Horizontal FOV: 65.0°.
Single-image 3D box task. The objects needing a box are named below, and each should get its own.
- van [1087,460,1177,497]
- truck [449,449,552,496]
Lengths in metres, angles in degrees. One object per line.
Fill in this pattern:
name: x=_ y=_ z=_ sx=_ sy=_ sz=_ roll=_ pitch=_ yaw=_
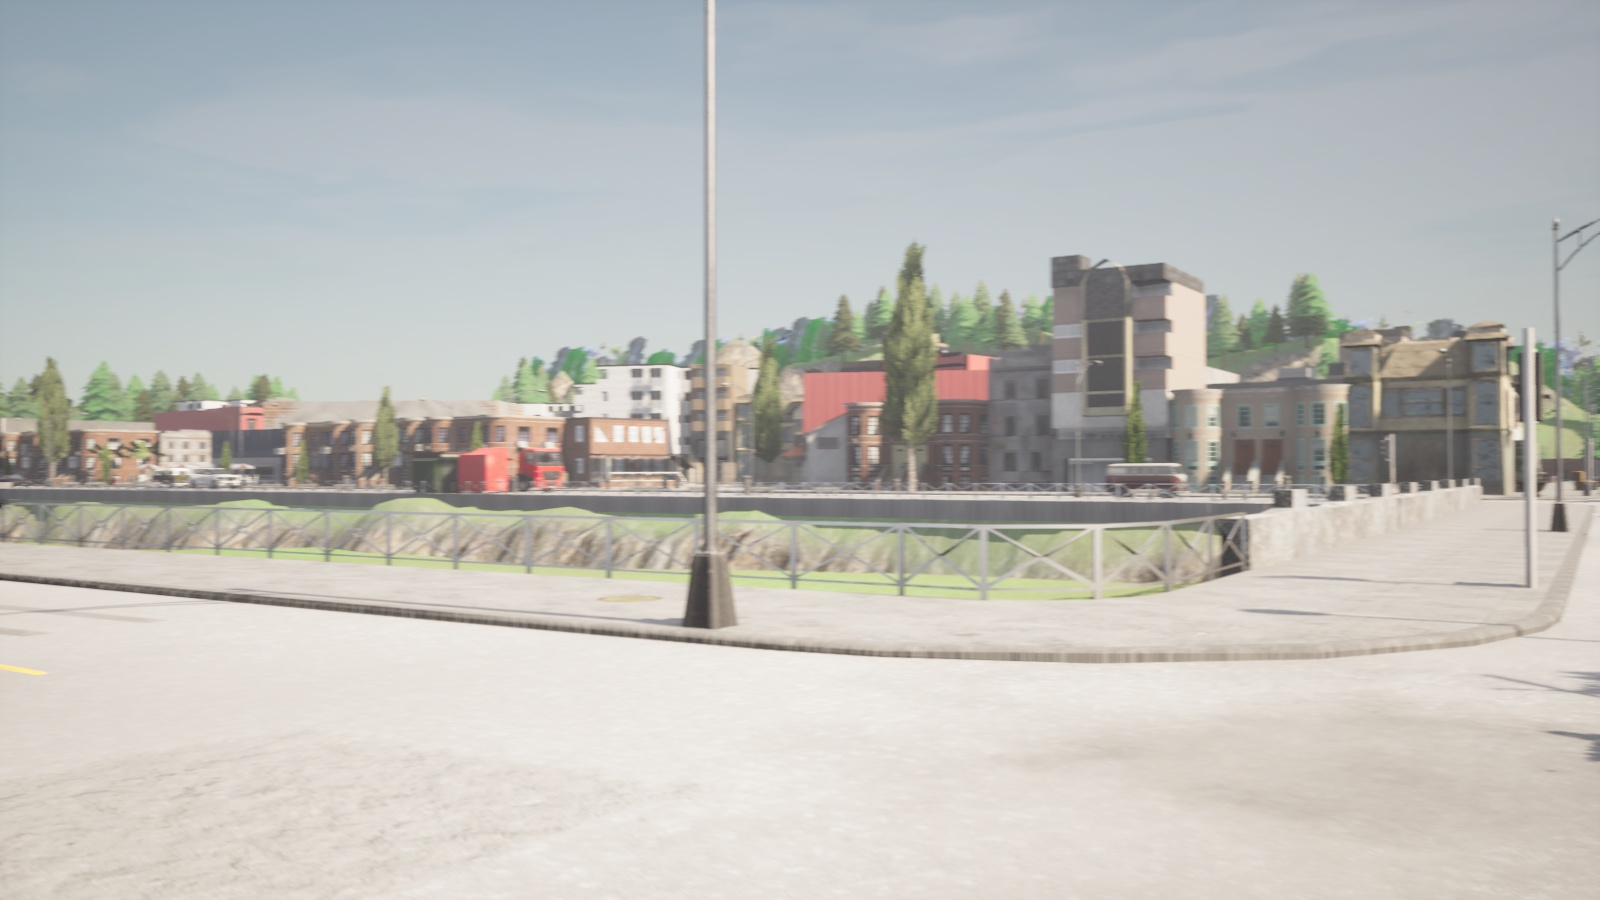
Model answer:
van: x=18.412 y=1.584 z=69.665 sx=4.442 sy=1.987 sz=1.775 roll=-1 pitch=-1 yaw=32
truck: x=-22.830 y=1.704 z=95.539 sx=7.936 sy=3.462 sz=2.891 roll=-1 pitch=-1 yaw=32
